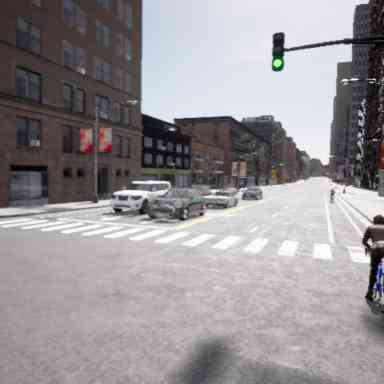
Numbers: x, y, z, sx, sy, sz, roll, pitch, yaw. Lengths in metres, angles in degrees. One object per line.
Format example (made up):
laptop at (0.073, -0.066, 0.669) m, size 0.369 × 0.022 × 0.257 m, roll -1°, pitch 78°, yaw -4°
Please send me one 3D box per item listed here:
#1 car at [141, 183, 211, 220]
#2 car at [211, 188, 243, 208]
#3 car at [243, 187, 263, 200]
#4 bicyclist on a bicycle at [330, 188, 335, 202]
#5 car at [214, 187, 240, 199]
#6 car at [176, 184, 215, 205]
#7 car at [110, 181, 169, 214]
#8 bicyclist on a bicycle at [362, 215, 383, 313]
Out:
car at (-0.764, 0.571, 19.499) m, size 2.097 × 1.767 × 4.553 m, roll 2°, pitch 2°, yaw 21°
car at (2.531, 0.586, 27.862) m, size 1.895 × 1.301 × 4.718 m, roll 2°, pitch 2°, yaw 22°
car at (7.364, 0.147, 40.053) m, size 1.837 × 1.490 × 4.892 m, roll 2°, pitch 2°, yaw 22°
bicyclist on a bicycle at (15.968, 0.400, 37.788) m, size 0.582 × 1.620 × 1.656 m, roll 2°, pitch 2°, yaw 21°
car at (4.437, 0.112, 41.497) m, size 1.895 × 1.301 × 4.718 m, roll 2°, pitch 2°, yaw 22°
car at (0.439, 0.150, 31.366) m, size 2.097 × 1.767 × 4.553 m, roll 2°, pitch 2°, yaw 22°
car at (-3.142, 0.273, 22.321) m, size 2.150 × 2.045 × 5.566 m, roll 2°, pitch 2°, yaw 21°
bicyclist on a bicycle at (3.435, 1.255, 6.116) m, size 0.582 × 1.620 × 1.656 m, roll 1°, pitch 0°, yaw 22°
